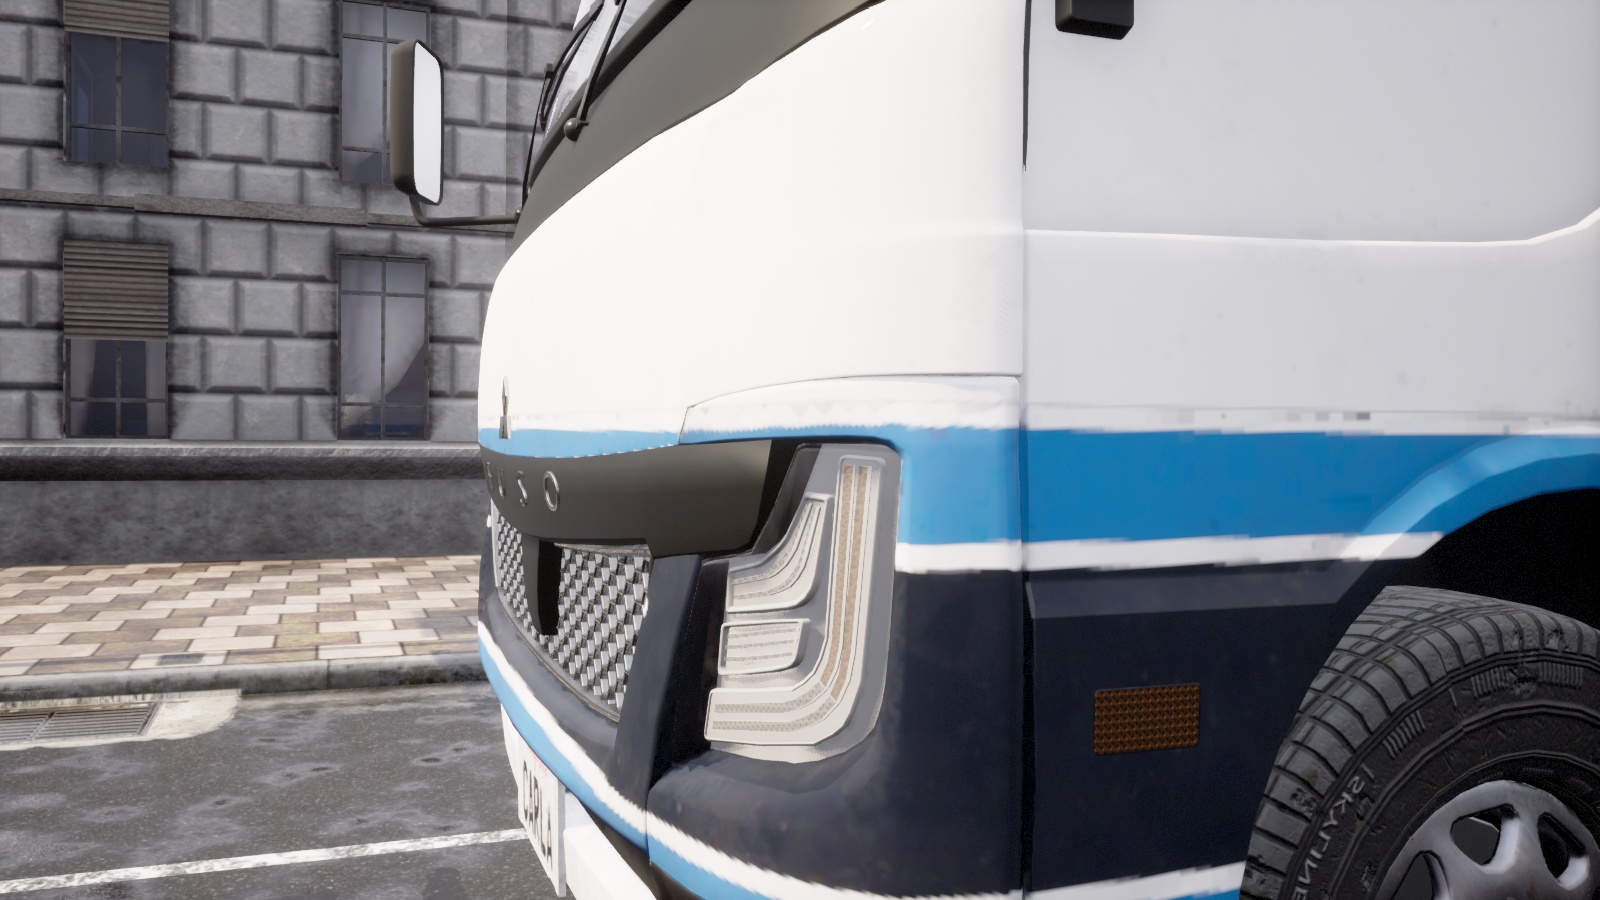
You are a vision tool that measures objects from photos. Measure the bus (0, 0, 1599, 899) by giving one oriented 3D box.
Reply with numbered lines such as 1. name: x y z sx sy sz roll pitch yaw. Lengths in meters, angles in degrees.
1. bus: 3.496 -0.691 4.578 10.273 4.253 3.944 -1 1 -21
